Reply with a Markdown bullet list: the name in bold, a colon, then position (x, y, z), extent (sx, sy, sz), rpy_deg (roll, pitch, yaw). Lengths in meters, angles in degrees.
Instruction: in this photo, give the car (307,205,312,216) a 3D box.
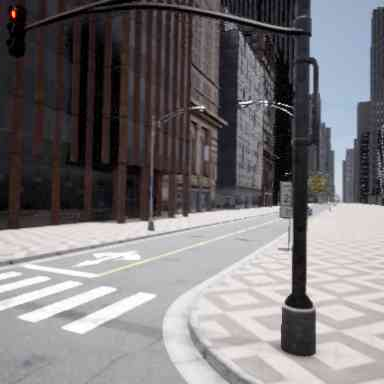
- **car**: position (17.336, 2.760, 51.043), extent (1.882, 1.535, 5.008), rpy_deg (1, -1, 24)
